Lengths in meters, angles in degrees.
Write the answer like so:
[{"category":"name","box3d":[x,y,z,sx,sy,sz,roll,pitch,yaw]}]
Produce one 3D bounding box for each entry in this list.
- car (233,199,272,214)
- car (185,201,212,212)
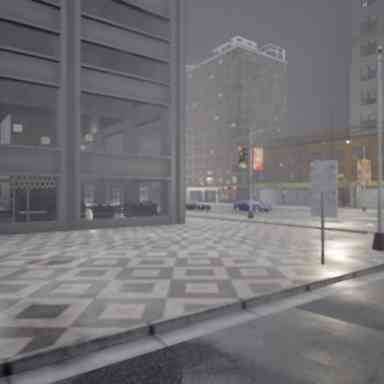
[{"category":"car","box3d":[6.707,1.584,37.244,1.882,1.535,5.008,0,0,-36]},{"category":"car","box3d":[0.326,1.727,40.537,1.895,1.301,4.718,0,0,-36]}]
